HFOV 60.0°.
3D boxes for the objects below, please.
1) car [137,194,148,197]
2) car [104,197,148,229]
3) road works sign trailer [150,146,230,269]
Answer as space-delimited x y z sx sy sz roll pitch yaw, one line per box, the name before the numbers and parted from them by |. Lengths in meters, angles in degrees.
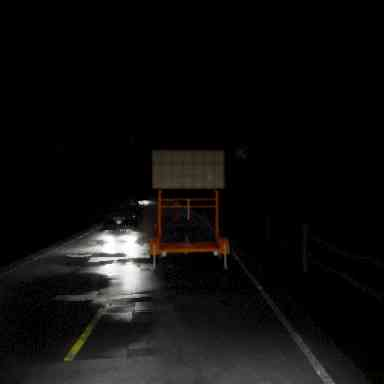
car | -9.090 0.928 60.936 1.895 1.301 4.718 0 1 -10
car | -3.927 1.273 19.659 2.128 1.511 4.902 0 1 -3
road works sign trailer | -0.118 0.345 10.669 2.380 3.560 2.880 0 1 -3
